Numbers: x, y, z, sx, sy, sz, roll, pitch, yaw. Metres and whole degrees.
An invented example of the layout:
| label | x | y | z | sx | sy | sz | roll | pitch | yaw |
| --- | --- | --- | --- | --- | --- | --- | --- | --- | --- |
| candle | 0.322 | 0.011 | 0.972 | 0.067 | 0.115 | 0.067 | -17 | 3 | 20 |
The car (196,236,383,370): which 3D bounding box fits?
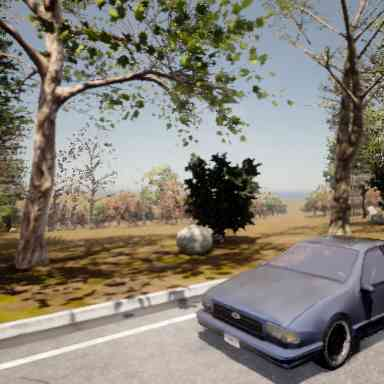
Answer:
| label | x | y | z | sx | sy | sz | roll | pitch | yaw |
| --- | --- | --- | --- | --- | --- | --- | --- | --- | --- |
| car | 2.674 | 1.536 | 5.896 | 5.357 | 1.411 | 2.033 | 0 | 0 | -36 |
